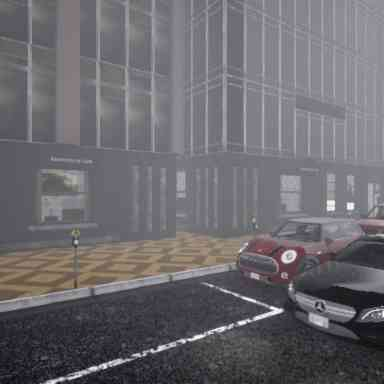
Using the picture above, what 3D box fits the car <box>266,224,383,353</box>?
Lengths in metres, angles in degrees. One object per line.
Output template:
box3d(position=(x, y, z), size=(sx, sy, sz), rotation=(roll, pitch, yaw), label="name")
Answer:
box3d(position=(3.657, 1.525, 5.986), size=(4.674, 1.442, 1.812), rotation=(0, 0, -36), label="car")

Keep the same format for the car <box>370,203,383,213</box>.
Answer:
box3d(position=(7.618, 1.310, 12.164), size=(5.009, 1.841, 2.192), rotation=(0, 0, -35), label="car")

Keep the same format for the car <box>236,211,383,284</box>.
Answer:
box3d(position=(3.091, 1.439, 8.938), size=(4.097, 1.590, 1.967), rotation=(0, 0, -35), label="car")
